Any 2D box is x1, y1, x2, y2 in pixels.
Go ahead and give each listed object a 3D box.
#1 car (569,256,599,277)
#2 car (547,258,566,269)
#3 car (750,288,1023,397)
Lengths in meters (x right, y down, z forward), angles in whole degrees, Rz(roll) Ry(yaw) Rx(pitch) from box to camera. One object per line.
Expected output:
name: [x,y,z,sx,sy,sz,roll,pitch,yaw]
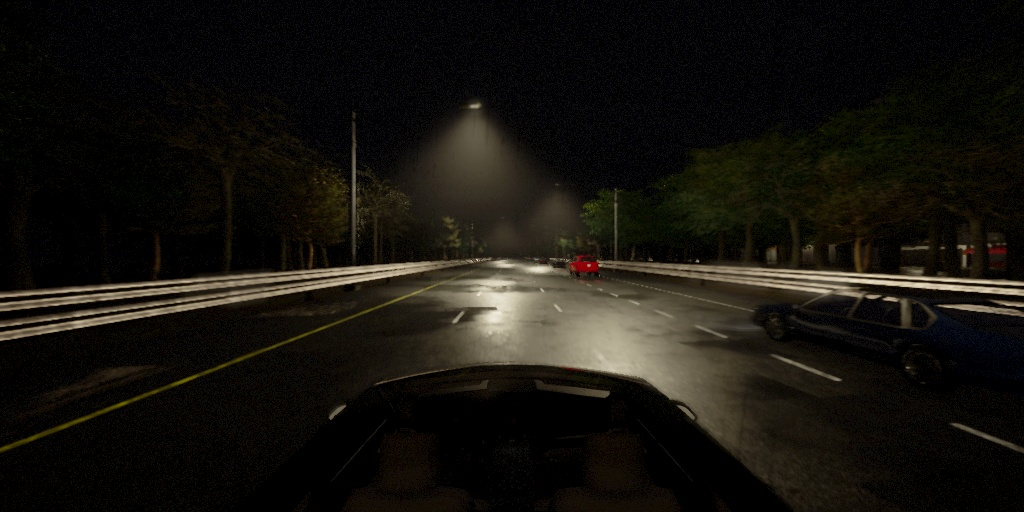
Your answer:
car: [7.073,0.989,35.576,2.150,2.045,5.566,0,0,0]
car: [7.153,1.265,55.579,2.128,1.511,4.902,0,0,0]
car: [7.001,1.300,6.679,2.033,1.411,5.357,0,0,0]
